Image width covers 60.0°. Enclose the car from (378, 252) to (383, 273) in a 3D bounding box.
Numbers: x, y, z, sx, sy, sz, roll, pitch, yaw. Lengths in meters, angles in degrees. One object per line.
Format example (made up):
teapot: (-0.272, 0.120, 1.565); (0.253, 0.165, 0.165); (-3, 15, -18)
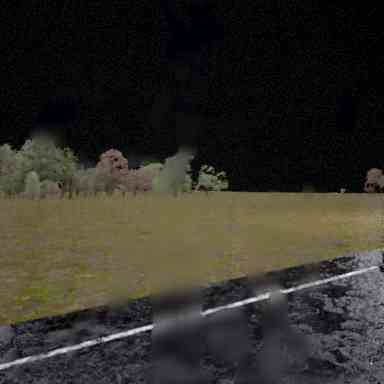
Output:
car: (7.325, 1.552, 9.200); (5.357, 1.411, 2.033); (0, 0, -35)
